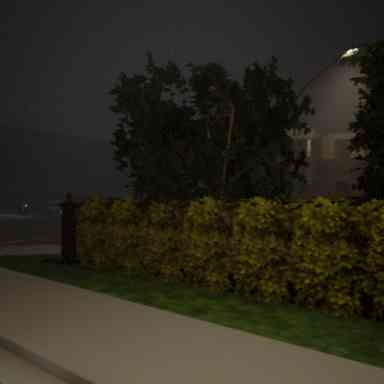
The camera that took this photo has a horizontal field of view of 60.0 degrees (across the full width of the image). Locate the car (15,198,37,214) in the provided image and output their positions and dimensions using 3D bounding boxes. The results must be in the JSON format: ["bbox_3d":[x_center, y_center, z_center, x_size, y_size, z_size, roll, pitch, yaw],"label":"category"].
[{"bbox_3d":[-16.858,1.407,36.425,2.097,1.767,4.553,0,0,35],"label":"car"}]

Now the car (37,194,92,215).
[{"bbox_3d":[-13.095,1.256,35.697,2.150,2.045,5.566,0,0,35],"label":"car"}]
